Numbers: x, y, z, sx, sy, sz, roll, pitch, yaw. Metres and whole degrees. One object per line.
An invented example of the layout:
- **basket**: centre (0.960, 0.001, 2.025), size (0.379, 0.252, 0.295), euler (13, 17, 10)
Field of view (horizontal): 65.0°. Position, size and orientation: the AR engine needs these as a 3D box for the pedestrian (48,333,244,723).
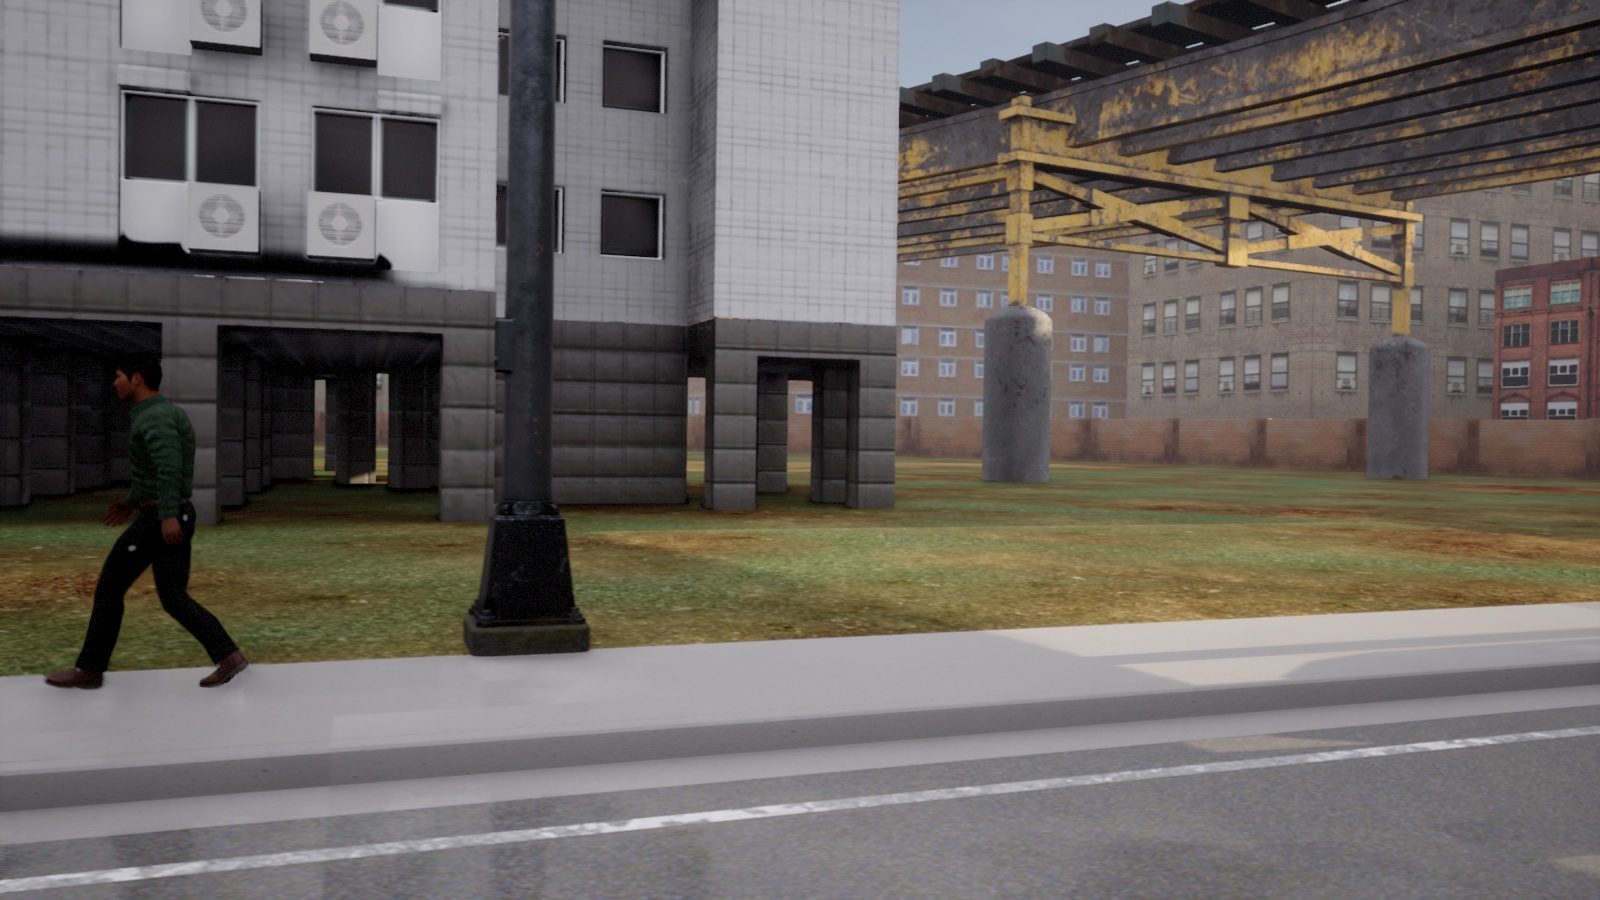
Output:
- **pedestrian**: centre (-3.385, 0.386, 6.543), size (0.788, 1.949, 0.423), euler (0, 1, -8)
